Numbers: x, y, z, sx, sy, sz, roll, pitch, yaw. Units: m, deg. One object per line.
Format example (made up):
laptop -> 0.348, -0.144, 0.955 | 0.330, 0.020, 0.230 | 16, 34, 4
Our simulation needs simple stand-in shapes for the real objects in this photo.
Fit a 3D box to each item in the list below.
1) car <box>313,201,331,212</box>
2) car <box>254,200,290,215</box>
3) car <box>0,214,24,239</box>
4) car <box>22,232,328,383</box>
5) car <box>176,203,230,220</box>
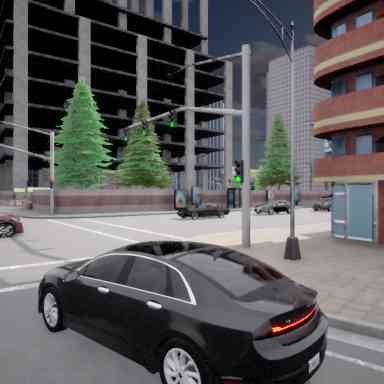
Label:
car -> 16.675, 1.407, 40.274 | 4.553, 1.767, 2.097 | 0, 0, -35
car -> 8.582, 1.547, 34.515 | 4.902, 1.511, 2.128 | 0, 0, -36
car -> -10.739, 1.385, 16.161 | 4.553, 1.767, 2.097 | 0, 0, -36
car -> -0.562, 1.505, 5.030 | 4.892, 1.490, 1.837 | 0, 0, 41
car -> 0.994, 1.656, 29.092 | 4.718, 1.301, 1.895 | 0, 0, -36
